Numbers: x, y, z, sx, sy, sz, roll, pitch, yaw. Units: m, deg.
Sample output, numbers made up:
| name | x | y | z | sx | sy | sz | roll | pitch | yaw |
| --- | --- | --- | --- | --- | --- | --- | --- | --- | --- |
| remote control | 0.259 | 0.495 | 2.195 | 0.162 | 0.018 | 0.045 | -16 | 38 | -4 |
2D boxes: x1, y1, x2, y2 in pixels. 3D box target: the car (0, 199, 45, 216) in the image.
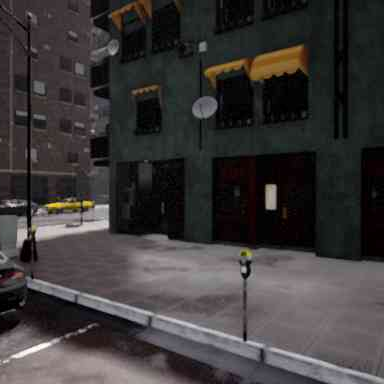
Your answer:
| name | x | y | z | sx | sy | sz | roll | pitch | yaw |
| --- | --- | --- | --- | --- | --- | --- | --- | --- | --- |
| car | -14.446 | 1.278 | 26.322 | 2.008 | 1.369 | 4.403 | 1 | 1 | 35 |

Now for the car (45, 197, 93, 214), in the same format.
| name | x | y | z | sx | sy | sz | roll | pitch | yaw |
| --- | --- | --- | --- | --- | --- | --- | --- | --- | --- |
| car | -11.362 | 1.177 | 30.751 | 1.752 | 1.417 | 4.829 | 1 | 1 | 35 |

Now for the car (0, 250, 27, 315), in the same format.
| name | x | y | z | sx | sy | sz | roll | pitch | yaw |
| --- | --- | --- | --- | --- | --- | --- | --- | --- | --- |
| car | -4.856 | 1.531 | 6.325 | 4.403 | 1.369 | 2.008 | 0 | 0 | 35 |
